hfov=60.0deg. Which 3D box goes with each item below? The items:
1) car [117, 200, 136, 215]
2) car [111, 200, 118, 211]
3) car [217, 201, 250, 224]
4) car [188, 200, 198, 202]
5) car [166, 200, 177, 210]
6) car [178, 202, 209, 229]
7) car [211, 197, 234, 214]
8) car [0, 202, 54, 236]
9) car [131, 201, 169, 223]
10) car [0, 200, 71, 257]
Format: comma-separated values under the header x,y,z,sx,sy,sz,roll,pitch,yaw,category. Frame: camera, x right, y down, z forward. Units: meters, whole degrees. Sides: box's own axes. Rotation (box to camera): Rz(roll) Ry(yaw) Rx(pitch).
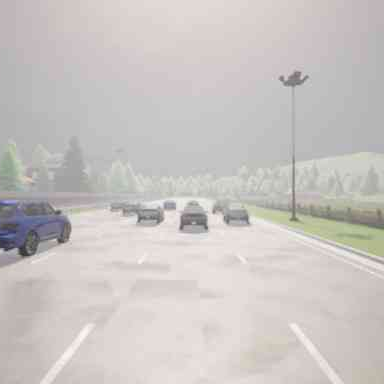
x,y,z,sx,sy,sz,roll,pitch,yaw,category
-6.872,1.835,38.951,2.128,1.511,4.902,0,-1,0,car
-10.365,1.911,48.103,2.128,1.511,4.902,0,-1,0,car
3.543,1.752,27.344,2.128,1.511,4.902,0,0,1,car
0.135,1.949,48.263,1.837,1.490,4.892,0,-1,0,car
-3.362,1.941,51.120,1.882,1.535,5.008,0,-1,0,car
0.115,1.721,23.345,1.837,1.490,4.892,0,-1,0,car
3.546,1.739,41.266,2.097,1.767,4.553,0,-1,0,car
-10.387,1.517,20.291,2.097,1.767,4.553,0,-1,0,car
-3.380,1.741,27.892,2.128,1.511,4.902,0,-1,0,car
-6.891,1.333,13.649,2.150,2.045,5.566,0,-1,0,car
